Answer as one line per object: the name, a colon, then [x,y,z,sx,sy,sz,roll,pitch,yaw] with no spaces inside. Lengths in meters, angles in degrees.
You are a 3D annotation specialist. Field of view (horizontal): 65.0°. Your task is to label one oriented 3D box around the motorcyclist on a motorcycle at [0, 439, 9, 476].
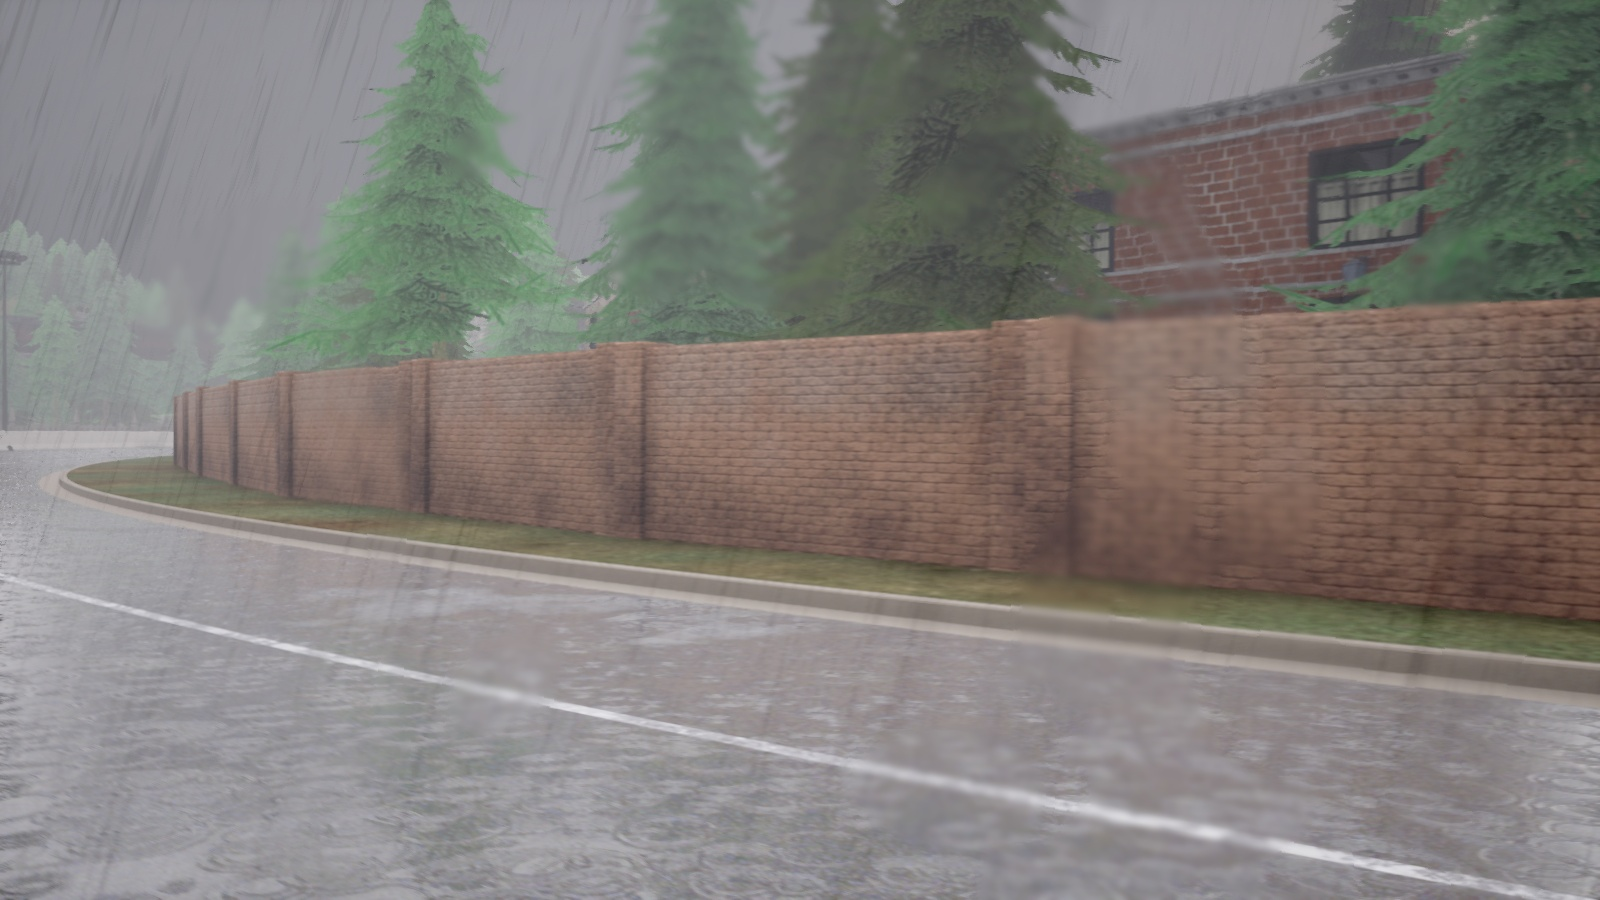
motorcyclist on a motorcycle: [-34.099,0.314,52.830,0.797,1.523,2.044,1,0,-15]
